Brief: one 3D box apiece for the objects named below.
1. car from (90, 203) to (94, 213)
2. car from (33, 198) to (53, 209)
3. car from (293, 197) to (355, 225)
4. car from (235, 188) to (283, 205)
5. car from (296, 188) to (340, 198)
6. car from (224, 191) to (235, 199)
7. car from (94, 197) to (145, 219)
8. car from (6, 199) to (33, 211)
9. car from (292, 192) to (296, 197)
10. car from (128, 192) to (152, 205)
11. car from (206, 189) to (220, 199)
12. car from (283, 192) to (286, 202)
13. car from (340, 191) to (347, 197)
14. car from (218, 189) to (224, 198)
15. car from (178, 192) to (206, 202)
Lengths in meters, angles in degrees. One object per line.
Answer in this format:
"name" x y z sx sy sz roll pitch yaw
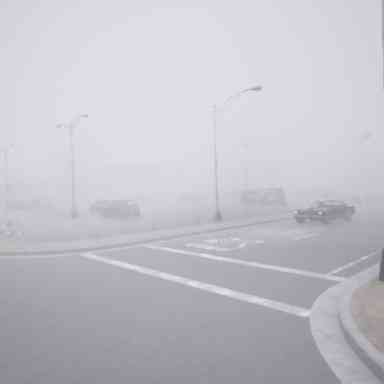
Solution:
"car" -8.704 1.386 33.496 1.970 1.475 3.806 -2 1 -44
"car" -21.476 1.612 47.107 2.152 1.636 5.027 -2 1 -44
"car" 8.048 1.184 20.167 4.718 1.301 1.895 -2 1 -44
"car" 7.787 0.559 38.790 1.932 1.855 4.605 -2 1 -44
"car" 18.860 0.193 49.922 2.152 1.636 5.027 -2 1 -44
"car" 9.137 0.317 64.669 1.932 1.855 4.605 -2 1 -44
"car" -5.741 1.343 26.069 1.845 1.501 3.633 -2 1 -44
"car" -23.709 1.706 44.905 2.007 1.523 4.514 -2 1 -44
"car" 21.070 0.176 62.214 2.007 1.523 4.514 -2 1 -44
"car" -7.614 1.162 49.727 1.845 1.501 3.633 -2 1 -44
"car" 3.268 0.710 70.782 1.970 1.475 3.806 -2 1 -44
"car" 9.604 0.465 41.093 1.905 1.878 3.866 -2 1 -44
"car" 23.281 0.102 54.584 1.970 1.475 3.806 -2 1 -44
"car" 6.086 0.327 72.631 1.905 1.878 3.866 -2 1 -44
"car" -0.358 0.867 56.591 2.007 1.523 4.514 -2 1 -44
